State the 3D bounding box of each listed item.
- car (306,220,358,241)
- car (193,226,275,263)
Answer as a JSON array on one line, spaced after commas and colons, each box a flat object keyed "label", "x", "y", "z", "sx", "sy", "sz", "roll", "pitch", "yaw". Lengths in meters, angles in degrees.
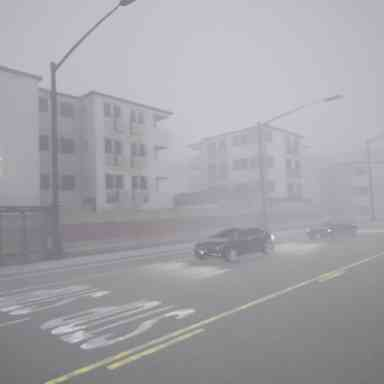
[{"label": "car", "x": 10.065, "y": 2.678, "z": 23.800, "sx": 4.718, "sy": 1.301, "sz": 1.895, "roll": 1, "pitch": -5, "yaw": -43}, {"label": "car", "x": 2.154, "y": 2.435, "z": 16.123, "sx": 4.892, "sy": 1.490, "sz": 1.837, "roll": 2, "pitch": -5, "yaw": -44}]
